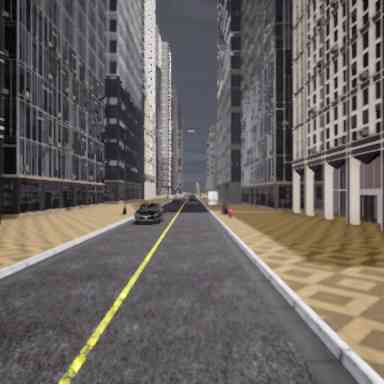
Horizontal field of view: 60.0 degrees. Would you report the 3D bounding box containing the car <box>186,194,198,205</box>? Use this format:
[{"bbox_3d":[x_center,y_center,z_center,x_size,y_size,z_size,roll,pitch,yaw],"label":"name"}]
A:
[{"bbox_3d":[0.007,1.482,57.831,2.128,1.511,4.902,0,0,0],"label":"car"}]

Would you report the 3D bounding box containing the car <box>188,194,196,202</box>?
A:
[{"bbox_3d":[0.010,1.301,72.368,1.837,1.490,4.892,0,0,0],"label":"car"}]

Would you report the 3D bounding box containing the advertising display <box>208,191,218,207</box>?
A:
[{"bbox_3d":[3.137,1.018,49.763,1.540,2.440,0.280,0,0,0],"label":"advertising display"}]

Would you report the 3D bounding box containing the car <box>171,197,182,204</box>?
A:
[{"bbox_3d":[-3.002,1.587,65.595,1.895,1.301,4.718,0,0,0],"label":"car"}]

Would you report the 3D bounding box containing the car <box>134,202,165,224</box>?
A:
[{"bbox_3d":[-3.093,1.504,24.721,1.837,1.490,4.892,0,0,0],"label":"car"}]
